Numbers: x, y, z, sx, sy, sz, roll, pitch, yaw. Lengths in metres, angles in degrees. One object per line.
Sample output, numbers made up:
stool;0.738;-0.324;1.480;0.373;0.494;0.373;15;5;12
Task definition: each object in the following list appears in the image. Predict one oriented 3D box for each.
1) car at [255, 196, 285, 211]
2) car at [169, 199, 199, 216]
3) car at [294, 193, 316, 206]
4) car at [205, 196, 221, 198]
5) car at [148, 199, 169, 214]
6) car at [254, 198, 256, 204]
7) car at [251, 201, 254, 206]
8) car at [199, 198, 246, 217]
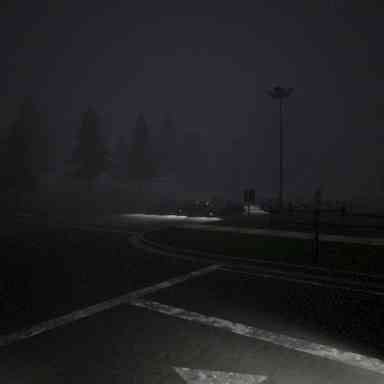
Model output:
car;9.900;1.526;40.881;1.812;1.442;4.674;0;0;35
car;0.050;1.564;32.968;1.994;1.385;4.181;0;0;35
car;17.877;1.223;52.160;2.150;2.045;5.566;0;0;36
car;2.392;1.352;42.384;2.097;1.767;4.553;0;0;35
car;-2.659;1.526;35.167;1.812;1.442;4.674;0;0;35
car;11.472;1.601;49.191;1.895;1.301;4.718;0;0;35
car;11.404;1.493;55.142;2.128;1.511;4.902;0;0;36
car;3.196;1.547;31.359;2.033;1.411;5.357;0;0;35
